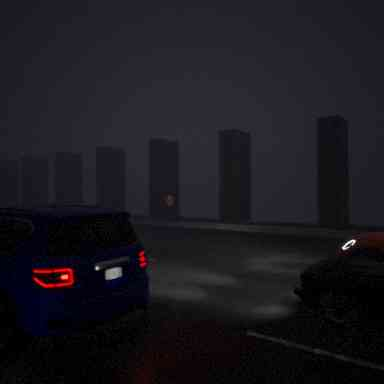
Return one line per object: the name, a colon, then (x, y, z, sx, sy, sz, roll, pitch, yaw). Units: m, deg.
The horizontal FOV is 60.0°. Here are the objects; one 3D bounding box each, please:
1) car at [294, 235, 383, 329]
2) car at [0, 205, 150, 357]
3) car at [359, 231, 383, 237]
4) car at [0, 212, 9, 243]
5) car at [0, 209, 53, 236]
car: (4.171, 1.609, 5.323, 4.718, 1.301, 1.895, -1, 0, 35)
car: (-3.295, 1.279, 6.378, 5.566, 2.045, 2.150, 0, 0, 36)
car: (6.091, 1.367, 8.262, 4.553, 1.767, 2.097, -1, 0, 35)
car: (-11.625, 1.711, 16.836, 5.357, 1.411, 2.033, -1, 0, 36)
car: (-10.786, 1.782, 20.562, 4.718, 1.301, 1.895, -1, 0, 36)
